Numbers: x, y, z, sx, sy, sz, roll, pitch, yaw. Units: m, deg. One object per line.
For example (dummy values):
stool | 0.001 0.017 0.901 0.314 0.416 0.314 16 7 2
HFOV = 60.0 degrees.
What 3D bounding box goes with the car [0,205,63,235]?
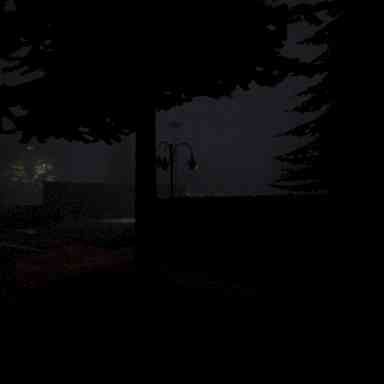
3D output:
car | -10.136 1.565 19.661 2.128 1.511 4.902 0 0 37
